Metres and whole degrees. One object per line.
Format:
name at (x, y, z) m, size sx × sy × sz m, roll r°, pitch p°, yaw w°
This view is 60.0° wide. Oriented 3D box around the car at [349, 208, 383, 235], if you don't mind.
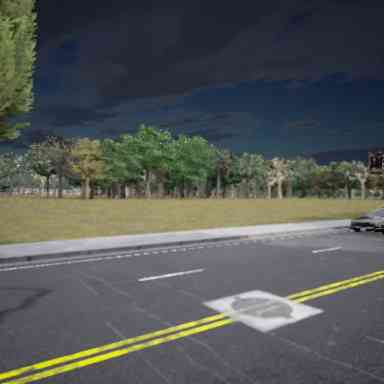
car at (11.671, 1.708, 20.010) m, size 5.357 × 1.411 × 2.033 m, roll 1°, pitch 0°, yaw -36°
